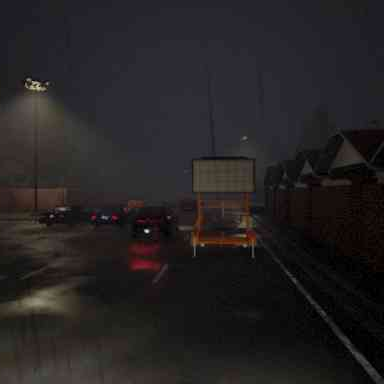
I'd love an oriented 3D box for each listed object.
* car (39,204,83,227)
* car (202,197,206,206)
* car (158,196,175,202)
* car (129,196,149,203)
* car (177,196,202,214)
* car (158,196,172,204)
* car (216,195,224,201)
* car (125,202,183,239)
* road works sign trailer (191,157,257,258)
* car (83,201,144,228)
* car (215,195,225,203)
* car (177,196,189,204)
[{"bbox_3d":[-8.405,1.542,22.930,2.033,1.411,5.357,0,0,5],"label":"car"},{"bbox_3d":[1.286,1.535,55.368,2.033,1.411,5.357,0,0,5],"label":"car"},{"bbox_3d":[-3.151,1.591,44.102,1.895,1.301,4.718,0,0,5],"label":"car"},{"bbox_3d":[-6.778,1.343,42.695,2.097,1.767,4.553,0,0,5],"label":"car"},{"bbox_3d":[-0.304,1.470,36.001,1.882,1.535,5.008,0,0,5],"label":"car"},{"bbox_3d":[-5.117,1.464,62.946,1.882,1.535,5.008,0,0,5],"label":"car"},{"bbox_3d":[6.700,1.371,79.746,2.033,1.411,5.357,0,0,5],"label":"car"},{"bbox_3d":[-1.828,1.501,17.457,1.837,1.490,4.892,0,0,5],"label":"car"},{"bbox_3d":[1.200,0.461,12.777,2.380,3.560,2.880,0,0,5],"label":"road works sign trailer"},{"bbox_3d":[-4.968,1.542,21.975,2.033,1.411,5.357,0,0,5],"label":"car"},{"bbox_3d":[5.847,1.490,69.362,1.837,1.490,4.892,0,0,5],"label":"car"},{"bbox_3d":[-1.661,1.512,62.404,1.812,1.442,4.674,0,0,5],"label":"car"}]
